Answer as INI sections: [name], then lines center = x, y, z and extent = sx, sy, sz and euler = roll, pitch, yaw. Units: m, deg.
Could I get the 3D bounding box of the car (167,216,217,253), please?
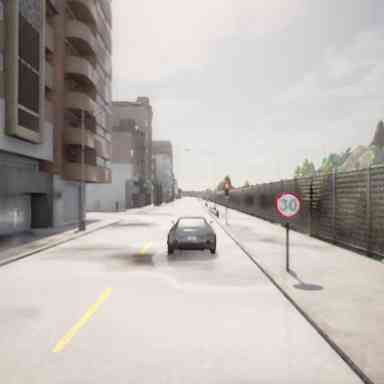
[car]
center = -0.004, 1.702, 14.305
extent = 1.994, 1.385, 4.181
euler = 0, -1, 0
